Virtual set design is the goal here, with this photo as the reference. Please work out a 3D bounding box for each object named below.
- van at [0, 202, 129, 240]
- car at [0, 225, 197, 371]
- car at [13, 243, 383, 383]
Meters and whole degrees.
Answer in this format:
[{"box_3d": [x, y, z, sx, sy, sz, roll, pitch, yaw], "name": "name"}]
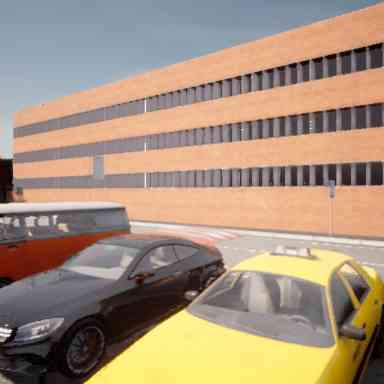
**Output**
[{"box_3d": [-3.465, 1.225, 7.319, 1.878, 1.987, 4.442, 0, 0, 35], "name": "van"}, {"box_3d": [-1.096, 1.503, 5.776, 2.002, 1.452, 4.674, 0, 0, 35], "name": "car"}, {"box_3d": [1.096, 1.472, 3.983, 1.946, 1.575, 5.366, 0, 0, 35], "name": "car"}]
